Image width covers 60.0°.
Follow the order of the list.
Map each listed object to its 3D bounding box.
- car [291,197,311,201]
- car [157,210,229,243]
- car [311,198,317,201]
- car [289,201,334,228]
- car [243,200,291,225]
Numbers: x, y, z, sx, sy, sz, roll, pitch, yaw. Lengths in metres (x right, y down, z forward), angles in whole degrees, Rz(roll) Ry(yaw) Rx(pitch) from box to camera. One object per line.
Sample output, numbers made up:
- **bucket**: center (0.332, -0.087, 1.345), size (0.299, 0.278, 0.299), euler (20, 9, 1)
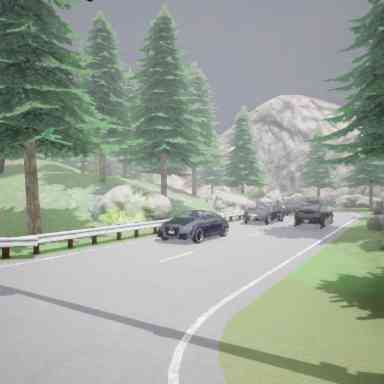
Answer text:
- **car**: center (10.550, 1.525, 33.495), size (1.837, 1.490, 4.892), euler (0, 0, 25)
- **car**: center (0.153, 1.573, 16.222), size (1.994, 1.385, 4.181), euler (0, 0, 32)
- **car**: center (16.160, 1.537, 47.793), size (1.882, 1.535, 5.008), euler (2, -1, -19)
- **car**: center (8.347, 1.592, 22.613), size (1.837, 1.490, 4.892), euler (0, -1, 32)
- **car**: center (5.391, 1.506, 24.675), size (2.128, 1.511, 4.902), euler (0, 0, 32)
